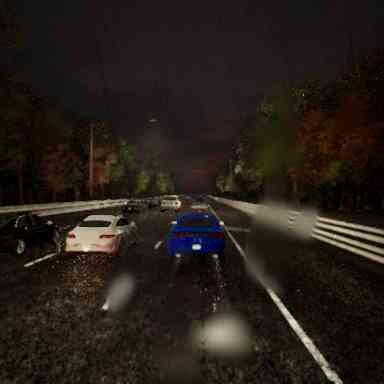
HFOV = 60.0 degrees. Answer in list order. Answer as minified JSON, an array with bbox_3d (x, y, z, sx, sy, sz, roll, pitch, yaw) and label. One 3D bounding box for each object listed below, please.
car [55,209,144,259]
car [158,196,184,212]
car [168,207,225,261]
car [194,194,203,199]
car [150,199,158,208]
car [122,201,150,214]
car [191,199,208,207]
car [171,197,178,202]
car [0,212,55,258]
[{"bbox_3d":[-3.292,1.584,12.833,1.812,1.442,4.674,1,0,1],"label":"car"},{"bbox_3d":[-2.565,1.465,41.936,2.150,2.045,5.566,1,0,1],"label":"car"},{"bbox_3d":[0.209,1.567,12.763,1.882,1.535,5.008,1,0,1],"label":"car"},{"bbox_3d":[2.190,2.031,92.322,1.882,1.535,5.008,1,0,1],"label":"car"},{"bbox_3d":[-5.817,1.819,51.971,2.033,1.411,5.357,1,0,1],"label":"car"},{"bbox_3d":[-6.218,1.723,35.978,2.033,1.411,5.357,1,0,1],"label":"car"},{"bbox_3d":[0.830,1.851,37.810,1.895,1.301,4.718,1,0,1],"label":"car"},{"bbox_3d":[-4.814,2.014,92.265,1.812,1.442,4.674,1,0,1],"label":"car"},{"bbox_3d":[-6.792,1.533,12.919,1.837,1.490,4.892,1,0,1],"label":"car"}]
